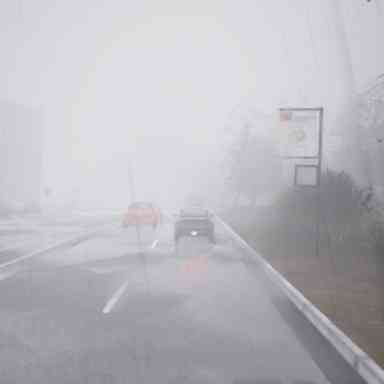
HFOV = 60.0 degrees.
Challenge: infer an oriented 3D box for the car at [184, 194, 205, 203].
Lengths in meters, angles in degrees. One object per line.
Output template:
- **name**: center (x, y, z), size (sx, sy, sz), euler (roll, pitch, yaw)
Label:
- **car**: center (0.278, 1.269, 37.784), size (2.150, 2.045, 5.566), euler (0, 0, 3)

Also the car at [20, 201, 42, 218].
- **car**: center (-15.611, 1.546, 30.791), size (2.002, 1.452, 4.674), euler (-2, 0, 0)

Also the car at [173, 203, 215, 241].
- **car**: center (0.094, 1.529, 16.832), size (1.837, 1.490, 4.892), euler (0, 0, 0)

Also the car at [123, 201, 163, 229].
- **car**: center (-3.160, 1.383, 22.139), size (2.097, 1.767, 4.553), euler (0, 0, 0)

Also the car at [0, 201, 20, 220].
- **car**: center (-15.578, 1.526, 25.295), size (2.163, 1.488, 4.792), euler (0, 0, 0)
